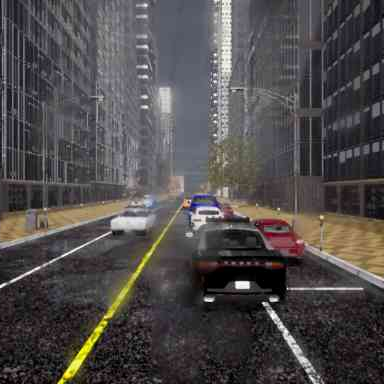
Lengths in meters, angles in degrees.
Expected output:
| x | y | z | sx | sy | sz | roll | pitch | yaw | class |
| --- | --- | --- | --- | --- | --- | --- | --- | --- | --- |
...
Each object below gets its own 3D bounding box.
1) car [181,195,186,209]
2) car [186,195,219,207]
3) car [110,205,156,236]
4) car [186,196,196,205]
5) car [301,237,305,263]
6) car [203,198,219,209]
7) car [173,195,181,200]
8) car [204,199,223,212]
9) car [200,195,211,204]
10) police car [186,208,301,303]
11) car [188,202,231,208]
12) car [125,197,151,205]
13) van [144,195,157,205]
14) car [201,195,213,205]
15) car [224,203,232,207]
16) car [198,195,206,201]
| x | y | z | sx | sy | sz | roll | pitch | yaw | class |
| --- | --- | --- | --- | --- | --- | --- | --- | --- | --- |
| -0.112 | 1.339 | 45.921 | 2.097 | 1.767 | 4.553 | 0 | 0 | 0 | car |
| 0.833 | 1.224 | 24.327 | 2.150 | 2.045 | 5.566 | 0 | 0 | 0 | car |
| -3.151 | 1.600 | 18.558 | 1.895 | 1.301 | 4.718 | 0 | 0 | 0 | car |
| -0.165 | 1.493 | 59.057 | 1.812 | 1.442 | 4.674 | 0 | 0 | 0 | car |
| 2.658 | 1.582 | 11.668 | 1.802 | 1.307 | 4.206 | 0 | 0 | 0 | car |
| 2.563 | 1.538 | 45.823 | 2.008 | 1.369 | 4.403 | 0 | 0 | 0 | car |
| -3.247 | 1.461 | 87.656 | 2.033 | 1.411 | 5.357 | 0 | 0 | 0 | car |
| 2.579 | 1.544 | 40.130 | 2.008 | 1.369 | 4.403 | 0 | 0 | 0 | car |
| 2.515 | 1.401 | 62.900 | 1.967 | 1.590 | 4.097 | 0 | 0 | 0 | car |
| 0.877 | 1.425 | 8.408 | 1.930 | 1.638 | 5.238 | 0 | 0 | 0 | police car |
| 0.850 | 1.526 | 18.298 | 1.812 | 1.442 | 4.674 | 0 | 0 | 0 | car |
| -5.786 | 1.548 | 34.418 | 2.008 | 1.369 | 4.403 | 0 | 0 | 0 | car |
| -5.818 | 1.329 | 45.803 | 1.690 | 1.788 | 3.998 | 0 | 0 | 0 | van |
| 2.531 | 1.410 | 57.208 | 1.967 | 1.590 | 4.097 | 0 | 0 | 0 | car |
| 2.610 | 1.581 | 28.745 | 1.802 | 1.307 | 4.206 | 0 | 0 | 0 | car |
| 2.452 | 1.463 | 85.670 | 1.887 | 1.381 | 4.507 | 0 | 0 | 0 | car |
